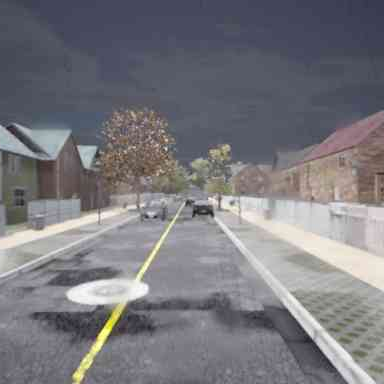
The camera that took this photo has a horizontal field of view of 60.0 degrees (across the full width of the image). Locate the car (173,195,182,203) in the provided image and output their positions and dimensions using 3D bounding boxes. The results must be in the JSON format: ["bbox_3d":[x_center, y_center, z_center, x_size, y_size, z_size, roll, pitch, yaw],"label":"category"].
[{"bbox_3d":[-2.798,1.361,67.664,1.812,1.442,4.674,0,0,0],"label":"car"}]

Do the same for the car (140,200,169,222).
[{"bbox_3d":[-2.864,1.422,25.856,2.128,1.511,4.902,0,0,0],"label":"car"}]

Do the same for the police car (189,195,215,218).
[{"bbox_3d":[0.942,1.347,29.739,1.930,1.638,5.238,0,0,0],"label":"police car"}]

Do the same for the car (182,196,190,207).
[{"bbox_3d":[-0.020,1.358,48.581,1.882,1.535,5.008,0,0,0],"label":"car"}]

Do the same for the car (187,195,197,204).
[{"bbox_3d":[-0.042,1.379,62.851,1.812,1.442,4.674,0,0,0],"label":"car"}]
